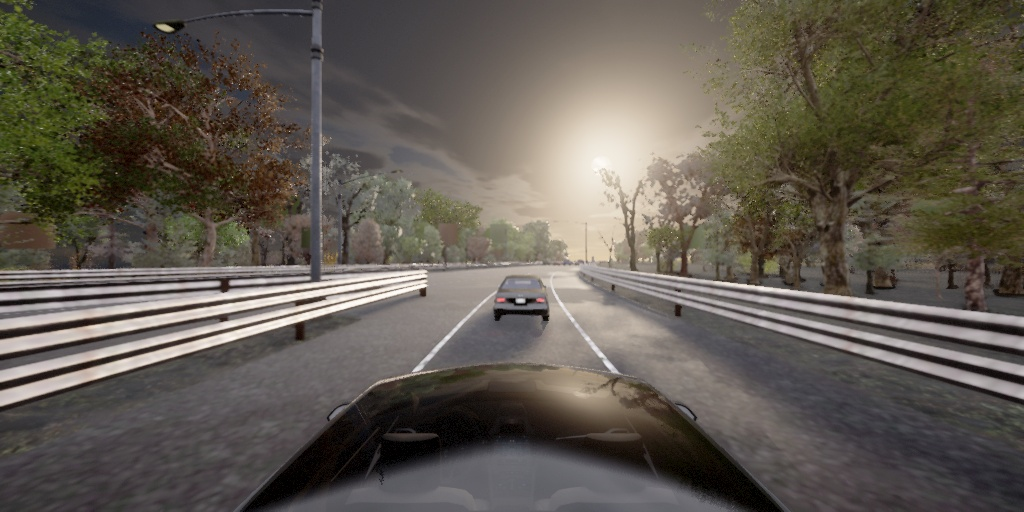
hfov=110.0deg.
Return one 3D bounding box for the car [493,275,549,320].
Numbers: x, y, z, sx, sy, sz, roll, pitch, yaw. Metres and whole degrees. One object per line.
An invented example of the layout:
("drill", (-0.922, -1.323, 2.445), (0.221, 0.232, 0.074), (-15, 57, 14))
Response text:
("car", (0.382, 1.390, 13.081), (2.033, 1.411, 5.357), (0, 0, 3))
